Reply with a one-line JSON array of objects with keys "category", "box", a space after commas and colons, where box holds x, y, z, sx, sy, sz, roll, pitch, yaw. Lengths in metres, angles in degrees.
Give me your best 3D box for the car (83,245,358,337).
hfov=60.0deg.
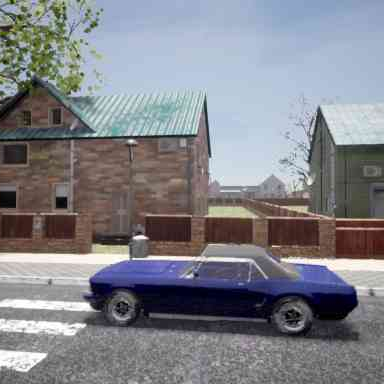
[{"category": "car", "box": [0.429, 1.724, 6.461, 4.718, 1.301, 1.895, 0, -2, 8]}]
